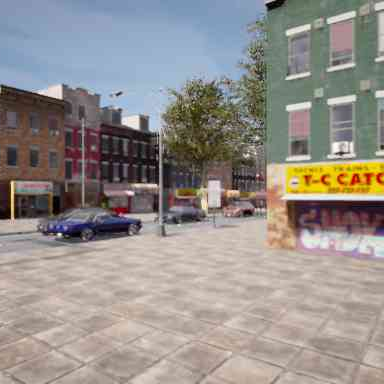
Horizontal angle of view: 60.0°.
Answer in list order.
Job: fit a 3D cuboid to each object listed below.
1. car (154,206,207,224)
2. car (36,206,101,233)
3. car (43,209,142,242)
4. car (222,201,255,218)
[{"bbox_3d":[-0.807,1.834,27.620,2.033,1.411,5.357,0,-1,35],"label":"car"},{"bbox_3d":[-6.524,1.614,19.518,1.882,1.535,5.008,0,-1,35],"label":"car"},{"bbox_3d":[-4.812,1.715,17.216,1.895,1.301,4.718,0,-1,37],"label":"car"},{"bbox_3d":[5.070,1.829,35.969,2.097,1.767,4.553,0,-1,34],"label":"car"}]
